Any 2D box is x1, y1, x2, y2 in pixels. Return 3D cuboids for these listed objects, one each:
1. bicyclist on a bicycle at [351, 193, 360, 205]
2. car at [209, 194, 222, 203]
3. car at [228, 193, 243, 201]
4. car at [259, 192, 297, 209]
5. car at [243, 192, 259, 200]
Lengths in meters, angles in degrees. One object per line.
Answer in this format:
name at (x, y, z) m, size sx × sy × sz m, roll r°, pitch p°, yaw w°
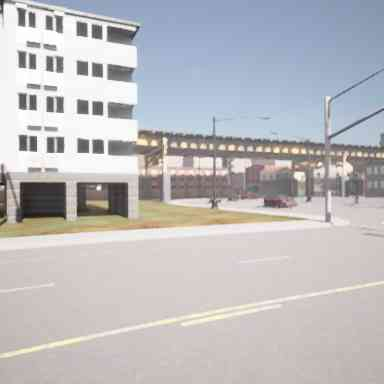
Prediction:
bicyclist on a bicycle at (21.258, 0.903, 43.201) m, size 1.656 × 1.620 × 0.582 m, roll -1°, pitch 0°, yaw -24°
car at (4.056, 1.158, 58.031) m, size 2.128 × 1.511 × 4.902 m, roll -1°, pitch 0°, yaw -4°
car at (8.340, 1.077, 66.516) m, size 2.128 × 1.511 × 4.902 m, roll 0°, pitch 0°, yaw 13°
car at (10.587, 1.055, 40.198) m, size 2.097 × 1.767 × 4.553 m, roll -1°, pitch 0°, yaw -24°
car at (13.115, 0.852, 75.697) m, size 2.097 × 1.767 × 4.553 m, roll 0°, pitch 0°, yaw 42°
